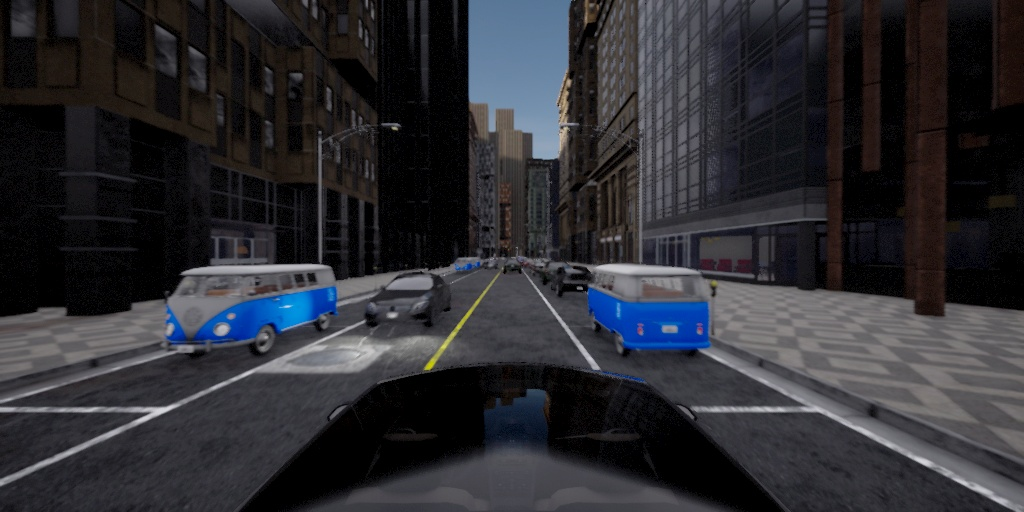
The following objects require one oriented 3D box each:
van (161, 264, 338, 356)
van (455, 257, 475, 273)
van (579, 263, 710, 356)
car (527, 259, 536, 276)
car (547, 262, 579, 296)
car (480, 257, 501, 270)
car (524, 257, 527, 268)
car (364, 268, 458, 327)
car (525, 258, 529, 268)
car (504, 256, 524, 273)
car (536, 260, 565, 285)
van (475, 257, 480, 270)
[{"bbox_3d":[-5.666,1.091,8.324,1.690,1.789,3.998,0,0,0],"label":"van"},{"bbox_3d":[-5.660,1.084,42.217,1.690,1.789,3.998,0,0,0],"label":"van"},{"bbox_3d":[2.859,1.091,8.329,1.690,1.789,3.998,0,0,0],"label":"van"},{"bbox_3d":[2.864,1.295,36.573,2.007,1.370,4.403,0,0,0],"label":"car"},{"bbox_3d":[3.149,1.253,19.137,1.837,1.490,4.892,0,0,0],"label":"car"},{"bbox_3d":[-3.060,1.232,52.992,2.128,1.511,4.902,0,0,0],"label":"car"},{"bbox_3d":[2.869,1.179,59.167,1.967,1.591,4.097,0,0,0],"label":"car"},{"bbox_3d":[-3.098,1.276,11.616,1.812,1.442,4.674,0,0,0],"label":"car"},{"bbox_3d":[2.865,1.294,42.222,2.007,1.370,4.403,0,0,0],"label":"car"},{"bbox_3d":[0.074,1.097,42.784,2.097,1.767,4.553,0,0,0],"label":"car"},{"bbox_3d":[3.118,1.101,26.107,2.097,1.767,4.553,0,0,0],"label":"car"},{"bbox_3d":[-5.657,1.081,53.515,1.690,1.789,3.998,0,0,0],"label":"van"}]
